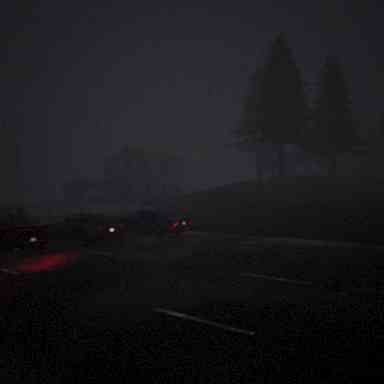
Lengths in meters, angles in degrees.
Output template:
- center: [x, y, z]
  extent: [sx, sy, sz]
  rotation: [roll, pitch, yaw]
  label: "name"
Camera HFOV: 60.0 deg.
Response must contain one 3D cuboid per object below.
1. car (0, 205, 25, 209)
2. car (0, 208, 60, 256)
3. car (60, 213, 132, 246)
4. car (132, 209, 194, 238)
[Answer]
- center: [-15.468, 1.802, 27.803]
  extent: [4.902, 1.511, 2.128]
  rotation: [-1, 0, 36]
  label: "car"
- center: [-7.909, 1.632, 13.830]
  extent: [5.008, 1.535, 1.882]
  rotation: [0, 0, 36]
  label: "car"
- center: [-5.260, 1.711, 16.232]
  extent: [4.181, 1.385, 1.994]
  rotation: [-1, 0, 36]
  label: "car"
- center: [-2.448, 1.684, 18.514]
  extent: [5.357, 1.411, 2.033]
  rotation: [-1, 0, 36]
  label: "car"
